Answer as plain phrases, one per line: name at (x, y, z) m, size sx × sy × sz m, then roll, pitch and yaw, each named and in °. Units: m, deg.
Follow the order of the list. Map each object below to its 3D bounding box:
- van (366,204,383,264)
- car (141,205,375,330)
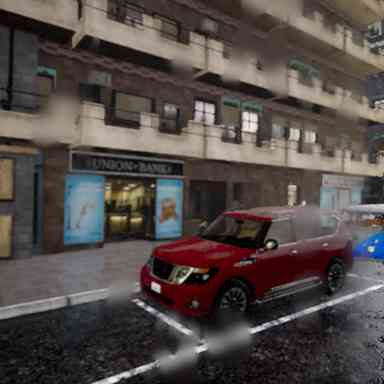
van at (6.056, 1.276, 10.387) m, size 3.998 × 1.788 × 1.690 m, roll 0°, pitch 2°, yaw -35°
car at (1.447, 1.284, 7.095) m, size 5.009 × 1.841 × 2.192 m, roll 0°, pitch 2°, yaw -35°
